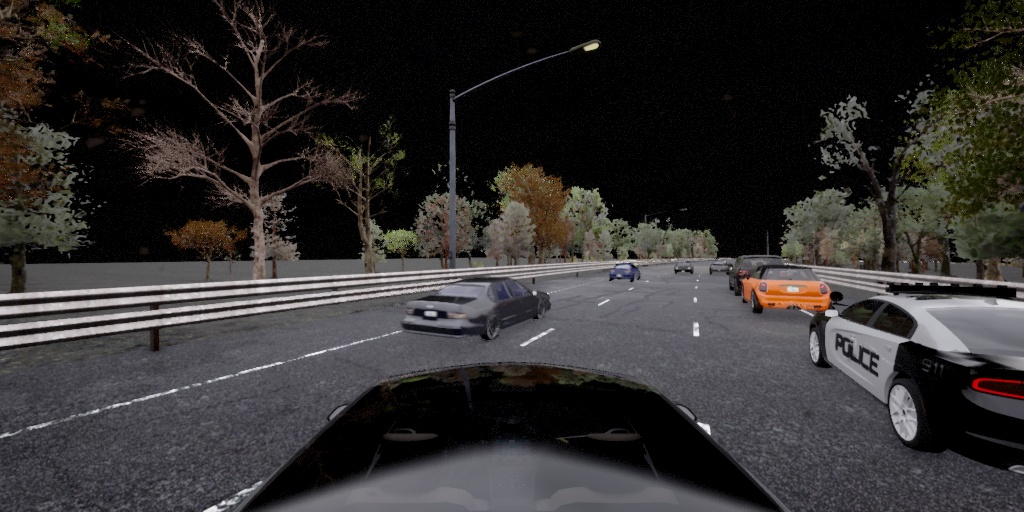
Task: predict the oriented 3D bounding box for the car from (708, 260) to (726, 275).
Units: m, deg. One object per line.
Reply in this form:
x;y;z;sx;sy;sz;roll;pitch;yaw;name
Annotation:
22.672;1.256;39.226;2.128;1.511;4.902;0;0;30;car

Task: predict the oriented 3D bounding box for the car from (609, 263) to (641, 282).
9.085;1.279;28.774;1.812;1.442;4.674;0;0;28;car

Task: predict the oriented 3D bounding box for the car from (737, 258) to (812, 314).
10.015;1.100;13.438;2.097;1.767;4.553;0;0;27;car

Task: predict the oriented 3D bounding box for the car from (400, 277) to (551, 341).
-0.631;1.296;9.983;2.033;1.411;5.357;0;0;27;car

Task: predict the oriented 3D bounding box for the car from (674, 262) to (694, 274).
19.543;1.364;40.638;1.895;1.301;4.718;0;0;29;car

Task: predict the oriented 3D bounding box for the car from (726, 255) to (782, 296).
12.761;0.975;18.755;2.150;2.045;5.566;0;0;28;car

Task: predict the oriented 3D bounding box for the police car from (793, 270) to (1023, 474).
5.637;1.174;4.743;1.930;1.638;5.238;0;0;26;police car
